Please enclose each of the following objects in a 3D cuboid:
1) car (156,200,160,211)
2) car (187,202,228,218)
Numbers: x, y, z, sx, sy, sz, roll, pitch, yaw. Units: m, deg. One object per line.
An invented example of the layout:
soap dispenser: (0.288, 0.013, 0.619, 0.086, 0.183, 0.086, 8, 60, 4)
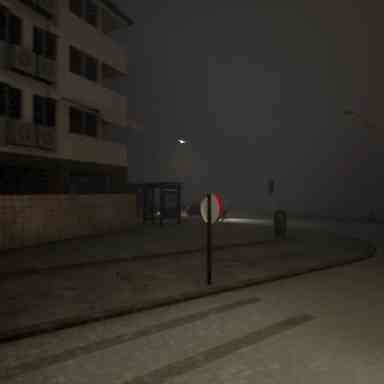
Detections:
car: (-4.385, 1.596, 38.235, 1.994, 1.385, 4.181, 0, 0, -36)
car: (1.374, 1.596, 30.154, 1.994, 1.385, 4.181, 0, 0, -35)
